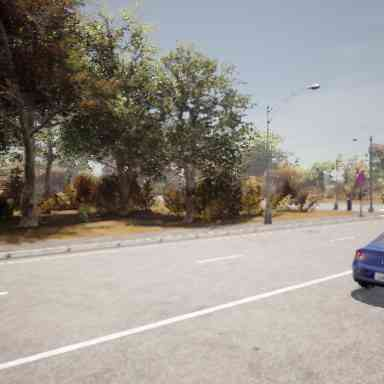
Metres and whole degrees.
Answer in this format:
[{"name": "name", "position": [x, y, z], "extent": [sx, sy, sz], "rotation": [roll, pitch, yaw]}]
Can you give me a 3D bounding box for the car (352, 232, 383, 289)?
[{"name": "car", "position": [5.523, 1.472, 7.685], "extent": [4.674, 1.442, 1.812], "rotation": [0, 0, -35]}]
